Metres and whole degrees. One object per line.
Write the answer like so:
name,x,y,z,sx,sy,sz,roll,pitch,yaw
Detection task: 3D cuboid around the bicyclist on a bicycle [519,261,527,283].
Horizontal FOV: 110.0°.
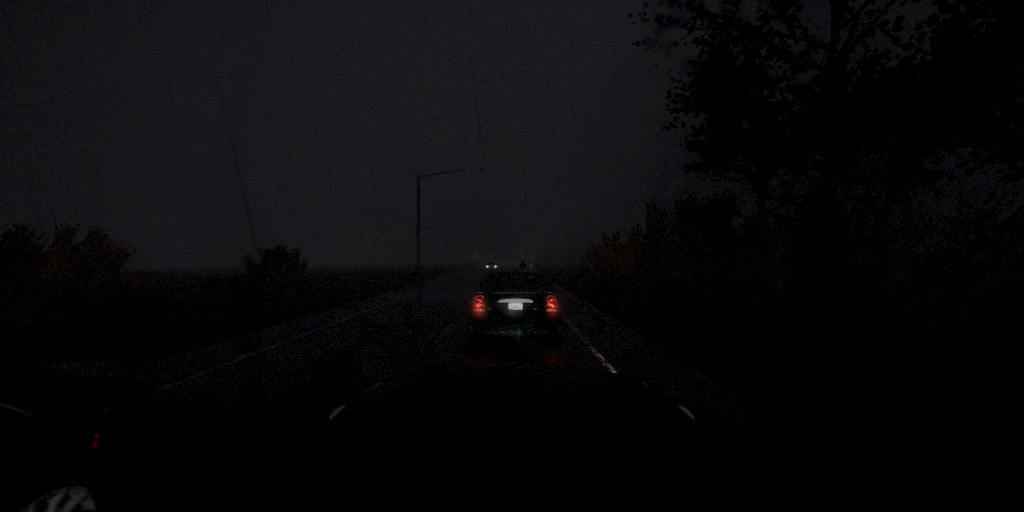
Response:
bicyclist on a bicycle,0.843,1.193,27.256,0.582,1.620,1.656,0,0,0

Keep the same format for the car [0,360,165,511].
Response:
car,-3.600,1.255,0.691,1.837,1.490,4.892,0,0,0

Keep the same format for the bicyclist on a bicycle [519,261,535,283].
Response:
bicyclist on a bicycle,0.905,1.181,17.139,0.866,1.612,1.509,0,0,0

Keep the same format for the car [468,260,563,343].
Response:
car,0.073,1.099,9.795,2.097,1.767,4.553,0,0,0
